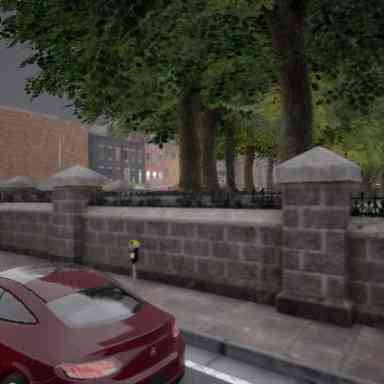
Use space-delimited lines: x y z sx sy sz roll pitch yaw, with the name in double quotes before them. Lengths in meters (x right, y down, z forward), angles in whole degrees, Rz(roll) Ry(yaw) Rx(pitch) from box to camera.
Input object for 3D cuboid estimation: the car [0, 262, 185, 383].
"car" -2.018 1.587 4.247 4.206 1.307 1.802 0 -1 35
